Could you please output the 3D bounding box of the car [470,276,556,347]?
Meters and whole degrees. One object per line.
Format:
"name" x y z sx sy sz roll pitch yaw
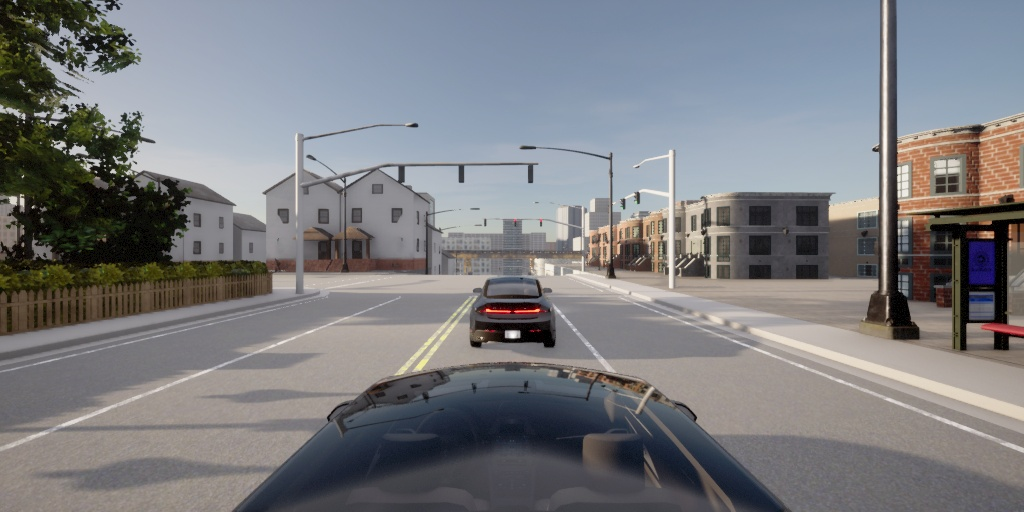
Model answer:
"car" 0.015 1.255 9.291 1.837 1.490 4.892 0 0 0

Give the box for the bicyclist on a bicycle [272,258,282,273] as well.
"bicyclist on a bicycle" -25.503 1.053 38.848 0.582 1.620 1.656 0 0 0
